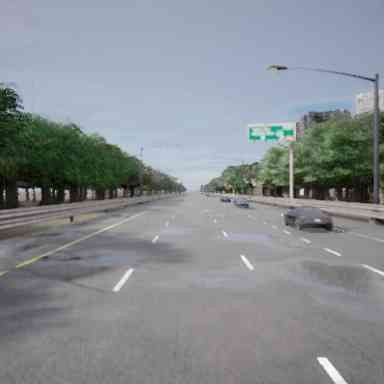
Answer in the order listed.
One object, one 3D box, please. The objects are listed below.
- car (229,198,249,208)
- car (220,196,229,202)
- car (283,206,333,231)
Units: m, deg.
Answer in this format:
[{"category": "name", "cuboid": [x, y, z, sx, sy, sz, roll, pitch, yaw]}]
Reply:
[{"category": "car", "cuboid": [7.114, 1.511, 48.683, 2.033, 1.411, 5.357, 0, 0, 0]}, {"category": "car", "cuboid": [7.196, 1.491, 72.811, 1.994, 1.385, 4.181, 0, 0, 0]}, {"category": "car", "cuboid": [7.024, 1.561, 20.553, 1.994, 1.385, 4.181, 0, 0, 0]}]
